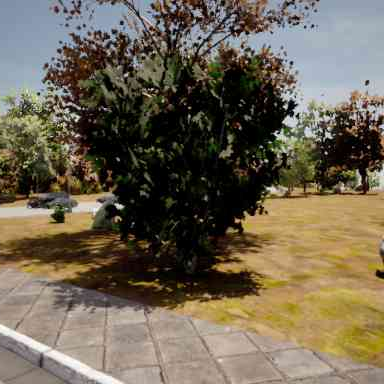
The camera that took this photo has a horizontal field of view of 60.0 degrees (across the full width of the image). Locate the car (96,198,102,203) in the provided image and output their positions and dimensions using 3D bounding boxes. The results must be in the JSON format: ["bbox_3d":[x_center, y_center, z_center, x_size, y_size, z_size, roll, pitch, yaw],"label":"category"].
[{"bbox_3d":[-12.881,0.998,54.042,2.033,1.411,5.357,0,3,39],"label":"car"}]

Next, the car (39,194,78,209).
[{"bbox_3d":[-17.045,1.425,43.347,1.994,1.385,4.181,0,2,39],"label":"car"}]

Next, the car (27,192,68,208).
[{"bbox_3d":[-19.588,1.088,45.776,2.150,2.045,5.566,0,2,39],"label":"car"}]
